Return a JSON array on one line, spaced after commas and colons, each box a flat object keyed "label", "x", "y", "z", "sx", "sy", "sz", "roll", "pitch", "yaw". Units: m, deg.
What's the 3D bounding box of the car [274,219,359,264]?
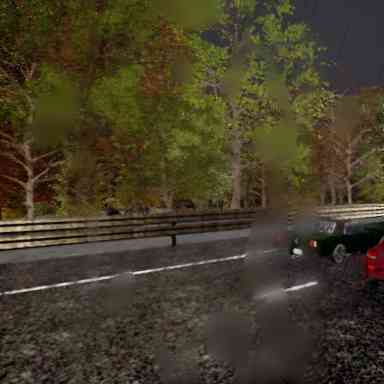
[{"label": "car", "x": 5.159, "y": 1.600, "z": 11.835, "sx": 4.718, "sy": 1.301, "sz": 1.895, "roll": 0, "pitch": 0, "yaw": -36}]

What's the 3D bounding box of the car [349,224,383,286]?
[{"label": "car", "x": 5.990, "y": 1.524, "z": 8.077, "sx": 4.674, "sy": 1.442, "sz": 1.812, "roll": 0, "pitch": 0, "yaw": -36}]
